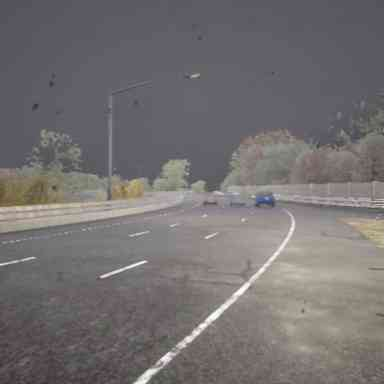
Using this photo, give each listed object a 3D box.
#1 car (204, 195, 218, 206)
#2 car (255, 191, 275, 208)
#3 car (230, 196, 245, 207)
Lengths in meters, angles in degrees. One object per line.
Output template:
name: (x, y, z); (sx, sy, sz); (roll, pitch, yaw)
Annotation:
car: (2.671, 1.146, 46.599); (1.994, 1.385, 4.181); (0, 1, 5)
car: (9.360, 0.883, 42.793); (2.150, 2.045, 5.566); (0, 1, 7)
car: (6.042, 1.173, 44.289); (2.033, 1.411, 5.357); (0, 1, 6)
